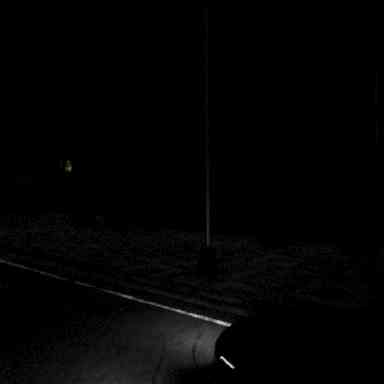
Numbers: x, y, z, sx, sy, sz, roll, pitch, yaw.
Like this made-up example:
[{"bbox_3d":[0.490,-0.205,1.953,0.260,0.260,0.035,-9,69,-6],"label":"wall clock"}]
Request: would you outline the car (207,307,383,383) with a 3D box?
[{"bbox_3d":[2.321,1.531,2.370,4.674,1.442,1.812,0,0,35],"label":"car"}]
